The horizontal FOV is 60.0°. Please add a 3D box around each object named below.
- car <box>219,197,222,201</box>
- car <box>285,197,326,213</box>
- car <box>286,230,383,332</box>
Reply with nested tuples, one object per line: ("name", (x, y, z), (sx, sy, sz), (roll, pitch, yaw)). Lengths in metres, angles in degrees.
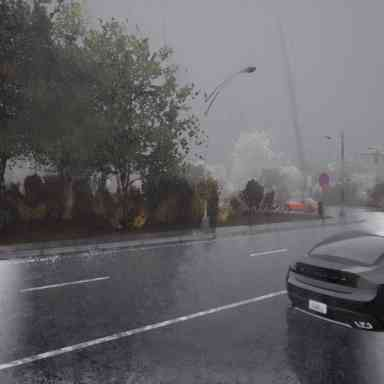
("car", (4.490, 1.367, 69.506), (1.994, 1.385, 4.181), (0, 1, -33))
("car", (12.503, 1.362, 36.824), (2.097, 1.767, 4.553), (0, 0, -32))
("car", (3.905, 1.508, 6.524), (4.892, 1.490, 1.837), (0, 0, -35))
